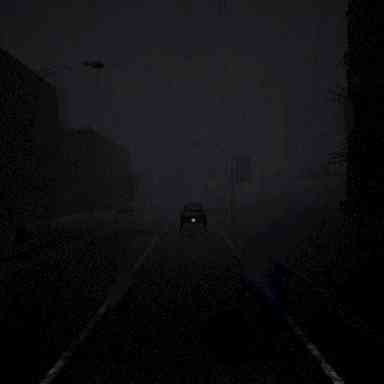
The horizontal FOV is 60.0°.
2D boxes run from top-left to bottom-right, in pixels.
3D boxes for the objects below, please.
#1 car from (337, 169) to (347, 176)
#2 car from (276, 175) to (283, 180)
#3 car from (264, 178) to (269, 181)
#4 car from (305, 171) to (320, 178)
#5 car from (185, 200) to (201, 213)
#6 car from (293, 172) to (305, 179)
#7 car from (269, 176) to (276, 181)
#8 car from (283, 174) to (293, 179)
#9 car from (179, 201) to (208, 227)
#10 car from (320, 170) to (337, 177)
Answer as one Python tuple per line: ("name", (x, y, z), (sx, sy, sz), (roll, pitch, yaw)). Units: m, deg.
("car", (25.035, -3.005, 50.877), (2.231, 1.521, 4.892), (0, 1, -9))
("car", (22.084, -3.279, 78.448), (2.002, 1.452, 4.674), (0, 1, -3))
("car", (21.720, -3.415, 89.509), (2.231, 1.521, 4.892), (0, 0, -1))
("car", (23.526, -3.101, 61.713), (2.163, 1.488, 4.792), (0, 1, -6))
("car", (0.094, 1.810, 41.556), (1.812, 1.442, 4.674), (0, -1, 0))
("car", (22.906, -3.320, 67.405), (2.185, 1.767, 4.553), (0, 1, -5))
("car", (21.850, -3.376, 83.991), (2.231, 1.521, 4.892), (0, 0, -1))
("car", (22.437, -3.257, 72.911), (2.097, 1.535, 5.008), (0, 1, -4))
("car", (0.097, 1.658, 24.221), (2.128, 1.511, 4.902), (0, 0, 0))
("car", (24.229, -3.029, 56.239), (2.002, 1.452, 4.674), (0, 1, -7))
